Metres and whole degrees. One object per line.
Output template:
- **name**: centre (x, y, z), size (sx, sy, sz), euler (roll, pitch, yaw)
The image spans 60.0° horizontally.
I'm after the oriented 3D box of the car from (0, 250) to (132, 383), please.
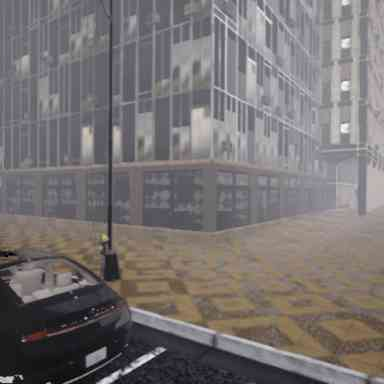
- **car**: centre (-2.815, 1.547, 4.870), size (4.403, 1.369, 2.008), euler (0, 1, 35)
